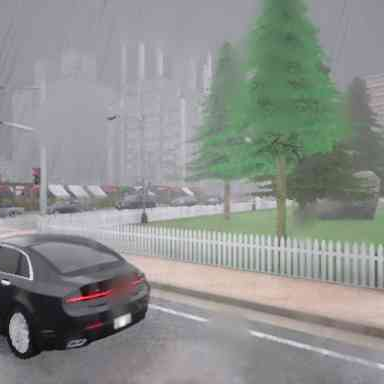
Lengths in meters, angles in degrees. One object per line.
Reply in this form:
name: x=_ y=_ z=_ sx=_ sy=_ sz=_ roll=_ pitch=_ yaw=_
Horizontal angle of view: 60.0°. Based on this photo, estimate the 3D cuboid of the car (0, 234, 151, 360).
car: x=-2.927 y=1.524 z=6.015 sx=4.892 sy=1.490 sz=1.837 roll=0 pitch=0 yaw=36

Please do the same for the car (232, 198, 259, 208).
car: x=7.675 y=1.664 z=48.708 sx=1.895 sy=1.301 sz=4.718 roll=0 pitch=0 yaw=34

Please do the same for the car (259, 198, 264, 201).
car: x=12.338 y=1.600 z=61.944 sx=1.812 sy=1.442 sz=4.674 roll=0 pitch=0 yaw=34

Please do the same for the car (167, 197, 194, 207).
car: x=-1.756 y=1.601 z=53.791 sx=1.837 sy=1.490 sz=4.892 roll=0 pitch=0 yaw=34

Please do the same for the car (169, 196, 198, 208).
car: x=-1.021 y=1.437 z=48.629 sx=2.097 sy=1.767 sz=4.553 roll=0 pitch=0 yaw=34

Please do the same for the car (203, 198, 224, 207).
car: x=3.394 y=1.600 z=48.607 sx=1.812 sy=1.442 sz=4.674 roll=0 pitch=0 yaw=34

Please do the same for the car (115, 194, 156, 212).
car: x=-6.720 y=1.306 z=40.164 sx=2.150 sy=2.045 sz=5.566 roll=0 pitch=0 yaw=34

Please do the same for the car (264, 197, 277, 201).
car: x=15.063 y=1.628 z=59.727 sx=1.994 sy=1.385 sz=4.181 roll=0 pitch=0 yaw=34

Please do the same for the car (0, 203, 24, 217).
car: x=-17.880 y=1.696 z=29.924 sx=1.895 sy=1.301 sz=4.718 roll=0 pitch=0 yaw=36

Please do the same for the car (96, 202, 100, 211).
car: x=-12.749 y=1.573 z=37.459 sx=1.882 sy=1.535 sz=5.008 roll=0 pitch=0 yaw=34

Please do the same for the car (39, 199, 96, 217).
car: x=-12.187 y=1.576 z=32.013 sx=2.128 sy=1.511 sz=4.902 roll=0 pitch=0 yaw=34
